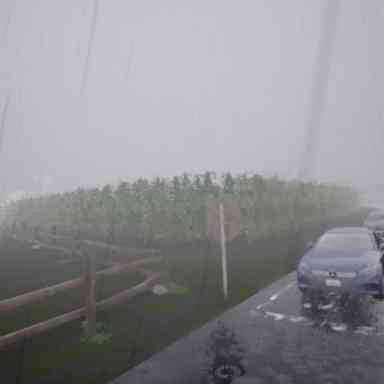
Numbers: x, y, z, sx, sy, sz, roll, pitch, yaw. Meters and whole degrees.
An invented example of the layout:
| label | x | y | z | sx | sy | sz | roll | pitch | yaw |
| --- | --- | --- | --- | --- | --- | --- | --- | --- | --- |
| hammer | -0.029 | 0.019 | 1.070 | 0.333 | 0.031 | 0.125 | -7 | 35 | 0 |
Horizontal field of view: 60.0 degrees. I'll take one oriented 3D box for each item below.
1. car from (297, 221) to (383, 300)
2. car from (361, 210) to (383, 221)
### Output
| label | x | y | z | sx | sy | sz | roll | pitch | yaw |
| --- | --- | --- | --- | --- | --- | --- | --- | --- | --- |
| car | 4.337 | 1.742 | 9.169 | 1.812 | 1.442 | 4.674 | -4 | -3 | 34 |
| car | 10.933 | 1.835 | 18.915 | 1.837 | 1.490 | 4.892 | -4 | -3 | 34 |
